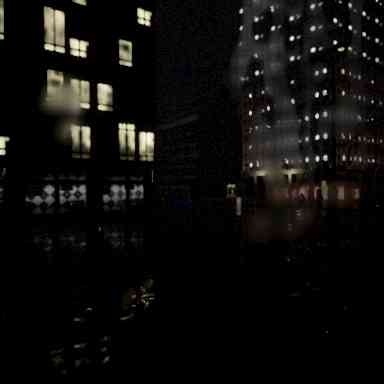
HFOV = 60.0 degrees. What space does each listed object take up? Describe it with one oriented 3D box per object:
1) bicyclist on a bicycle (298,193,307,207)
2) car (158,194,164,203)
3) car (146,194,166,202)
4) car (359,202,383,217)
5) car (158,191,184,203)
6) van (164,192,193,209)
[{"bbox_3d":[13.059,0.909,39.343,1.656,1.620,0.582,-1,1,-34],"label":"bicyclist on a bicycle"},{"bbox_3d":[-5.605,1.077,56.826,1.837,1.490,4.892,-1,1,-33],"label":"car"},{"bbox_3d":[-6.872,1.048,63.405,1.887,1.381,4.507,-1,1,-34],"label":"car"},{"bbox_3d":[15.747,1.299,25.465,2.033,1.411,5.357,-1,1,-30],"label":"car"},{"bbox_3d":[-3.756,0.845,58.824,2.192,1.841,5.009,-1,1,-34],"label":"car"},{"bbox_3d":[-1.333,1.073,40.373,1.690,1.788,3.998,-1,1,-34],"label":"van"}]
